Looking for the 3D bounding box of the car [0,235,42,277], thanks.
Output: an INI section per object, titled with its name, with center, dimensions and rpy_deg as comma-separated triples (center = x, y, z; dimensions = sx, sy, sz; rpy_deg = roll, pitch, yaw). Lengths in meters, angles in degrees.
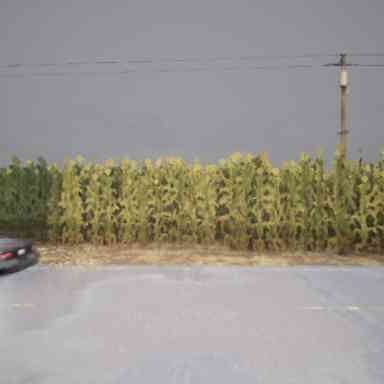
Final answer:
[car]
center = -6.792, 1.559, 8.487
dimensions = 5.357, 1.411, 2.033
rpy_deg = 0, 0, 2
